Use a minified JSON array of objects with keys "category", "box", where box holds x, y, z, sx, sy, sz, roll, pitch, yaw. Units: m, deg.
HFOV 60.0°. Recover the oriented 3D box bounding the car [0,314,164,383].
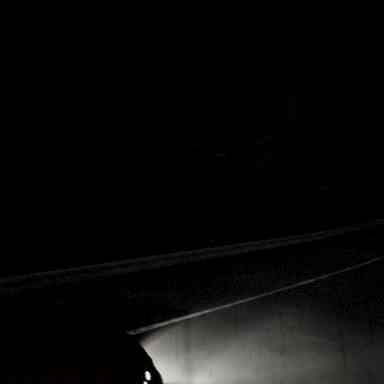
[{"category":"car","box":[-2.243,1.571,2.319,4.181,1.385,1.994,0,0,-35]}]
